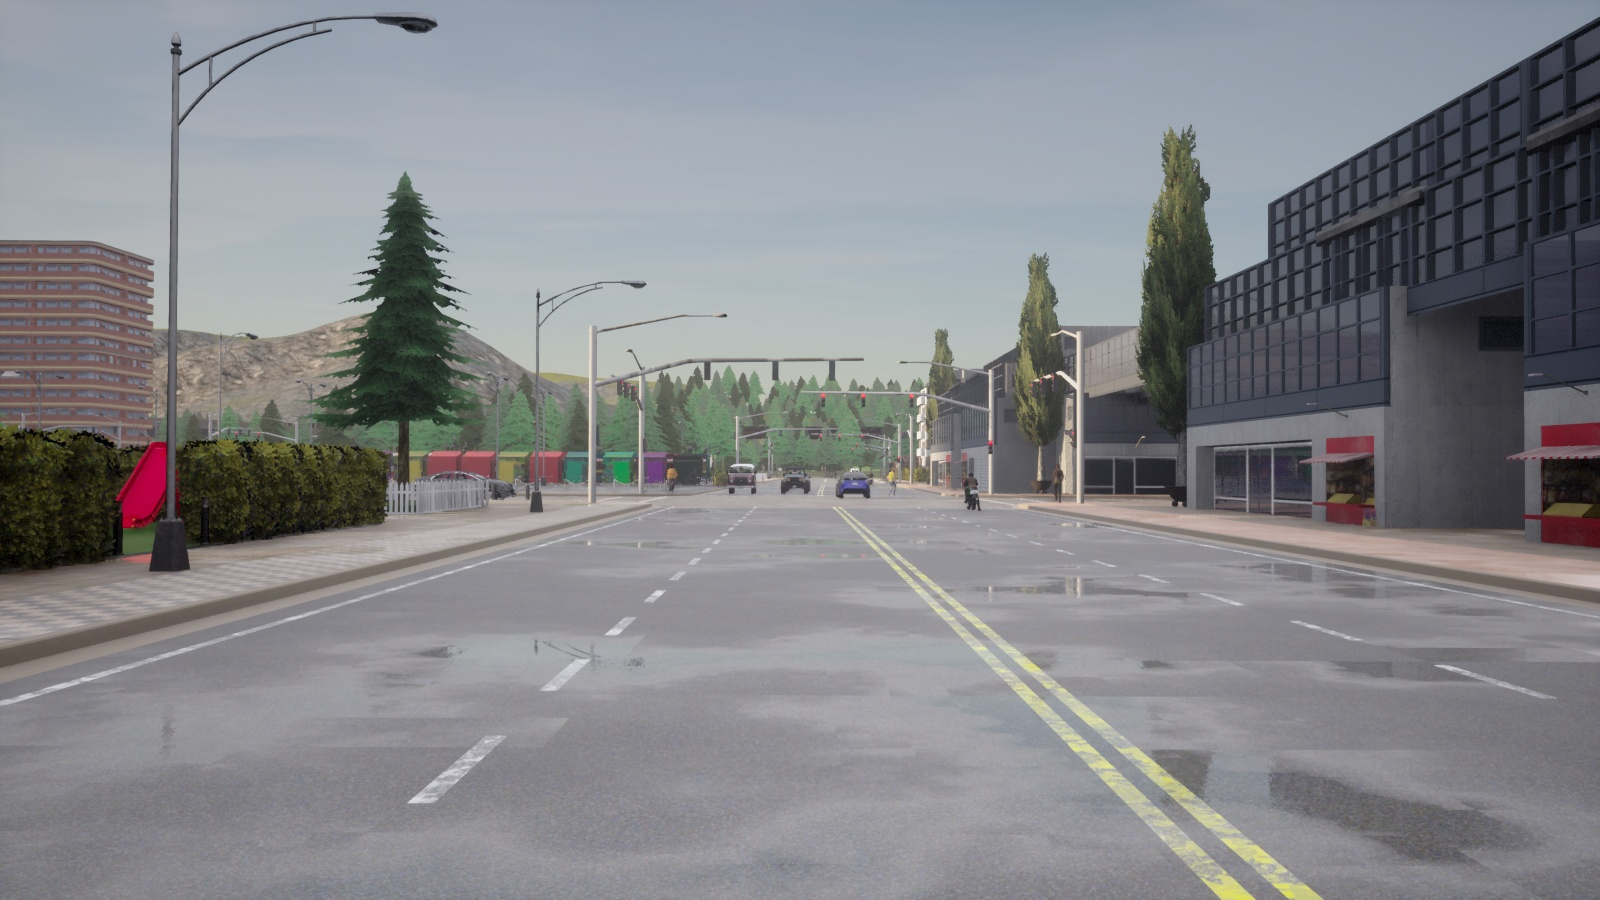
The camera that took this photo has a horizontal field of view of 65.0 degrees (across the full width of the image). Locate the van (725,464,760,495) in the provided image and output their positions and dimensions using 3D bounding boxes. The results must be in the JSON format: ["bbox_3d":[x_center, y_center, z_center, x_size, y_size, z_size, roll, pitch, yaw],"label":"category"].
[{"bbox_3d":[-3.870,1.979,85.083,2.069,2.038,4.480,0,-1,1],"label":"van"}]

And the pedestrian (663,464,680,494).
[{"bbox_3d":[-8.086,1.830,79.071,0.874,1.855,0.900,0,-1,8],"label":"pedestrian"}]

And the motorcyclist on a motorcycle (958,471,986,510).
[{"bbox_3d":[6.870,1.612,50.285,0.797,1.523,2.044,0,-1,0],"label":"motorcyclist on a motorcycle"}]

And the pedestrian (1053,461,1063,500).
[{"bbox_3d":[11.893,1.396,57.907,0.328,1.805,0.869,0,-1,4],"label":"pedestrian"}]

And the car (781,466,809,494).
[{"bbox_3d":[-0.334,2.079,87.593,1.905,1.878,3.866,0,-1,1],"label":"car"}]

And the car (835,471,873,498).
[{"bbox_3d":[3.121,1.983,73.661,2.007,1.525,4.514,0,-1,-1],"label":"car"}]

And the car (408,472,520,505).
[{"bbox_3d":[-16.275,1.858,61.007,4.902,1.511,2.128,0,-1,0],"label":"car"}]
